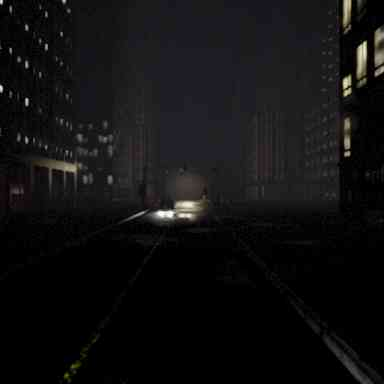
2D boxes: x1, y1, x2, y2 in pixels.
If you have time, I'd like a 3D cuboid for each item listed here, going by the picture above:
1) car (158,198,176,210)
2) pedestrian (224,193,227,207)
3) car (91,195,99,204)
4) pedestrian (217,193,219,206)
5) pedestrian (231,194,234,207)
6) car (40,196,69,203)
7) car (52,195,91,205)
[{"bbox_3d":[-3.045,1.439,40.908,2.128,1.511,4.902,0,0,1],"label":"car"},{"bbox_3d":[4.638,1.110,46.189,0.375,1.860,0.375,0,0,0],"label":"pedestrian"},{"bbox_3d":[-19.201,1.282,60.465,4.097,1.590,1.967,0,0,-1],"label":"car"},{"bbox_3d":[3.639,1.077,47.389,0.375,1.860,0.375,0,0,0],"label":"pedestrian"},{"bbox_3d":[5.639,1.167,46.789,0.375,1.860,0.375,0,0,0],"label":"pedestrian"},{"bbox_3d":[-24.879,1.359,60.341,4.403,1.369,2.008,0,0,-1],"label":"car"},{"bbox_3d":[-18.892,1.348,51.828,4.829,1.417,1.752,0,0,-1],"label":"car"}]
